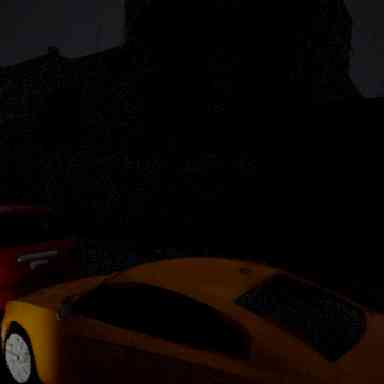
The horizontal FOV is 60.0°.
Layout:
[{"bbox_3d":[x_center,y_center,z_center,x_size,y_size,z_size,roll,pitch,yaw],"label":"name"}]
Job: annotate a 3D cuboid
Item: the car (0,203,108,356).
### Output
[{"bbox_3d":[-4.583,1.259,6.795,5.566,2.045,2.435,0,0,35],"label":"car"}]
